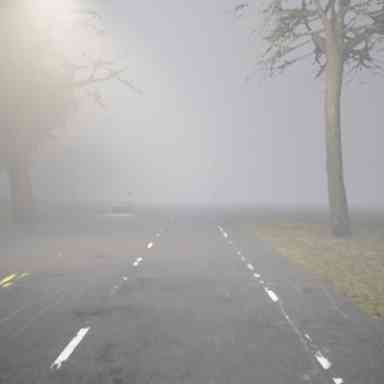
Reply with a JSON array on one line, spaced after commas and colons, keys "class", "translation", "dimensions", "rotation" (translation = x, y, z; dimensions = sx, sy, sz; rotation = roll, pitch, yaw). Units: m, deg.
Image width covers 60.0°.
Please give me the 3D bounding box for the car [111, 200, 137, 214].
[{"class": "car", "translation": [-7.014, 1.502, 34.601], "dimensions": [1.994, 1.385, 4.181], "rotation": [0, 0, 0]}]
